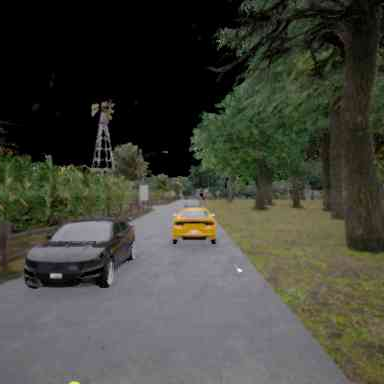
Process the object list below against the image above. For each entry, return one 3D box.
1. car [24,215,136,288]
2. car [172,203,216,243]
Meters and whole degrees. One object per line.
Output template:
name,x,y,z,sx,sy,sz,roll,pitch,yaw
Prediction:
car,-2.829,1.481,9.442,1.882,1.535,5.008,0,0,0
car,0.095,1.484,16.019,1.882,1.535,5.008,0,0,0
